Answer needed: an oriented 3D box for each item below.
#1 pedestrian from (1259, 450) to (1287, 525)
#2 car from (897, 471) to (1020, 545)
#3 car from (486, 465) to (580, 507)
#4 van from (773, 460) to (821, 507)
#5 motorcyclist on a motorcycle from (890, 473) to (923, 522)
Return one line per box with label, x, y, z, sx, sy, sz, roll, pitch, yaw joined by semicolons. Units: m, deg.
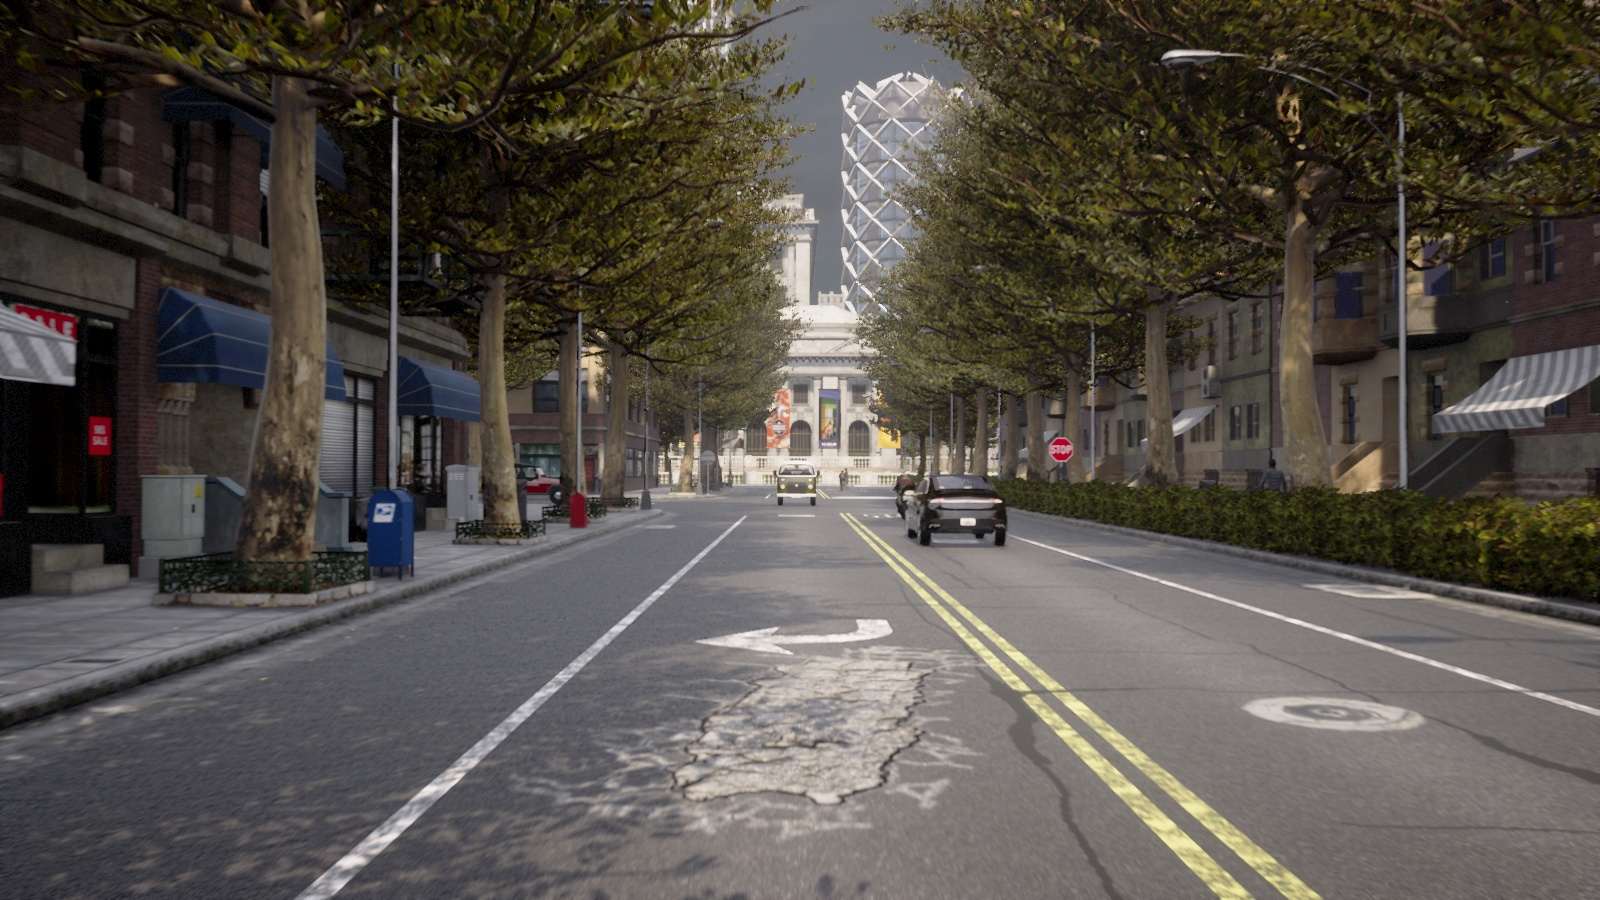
pedestrian;12.494;0.977;33.174;0.423;1.949;0.788;0;-1;-1
car;3.431;1.229;28.179;2.128;1.511;4.902;0;-1;0
car;-11.986;1.606;56.627;3.866;1.878;1.905;0;-1;-1
van;-0.140;1.492;56.973;2.069;2.038;4.480;0;-1;0
motorcyclist on a motorcycle;3.401;1.513;40.447;0.866;1.530;2.191;0;-1;0
